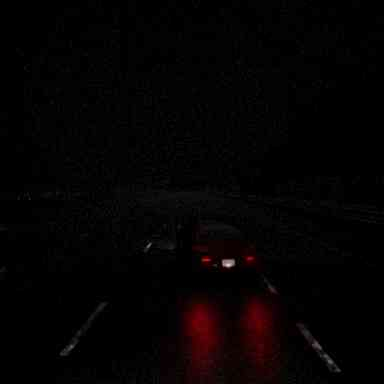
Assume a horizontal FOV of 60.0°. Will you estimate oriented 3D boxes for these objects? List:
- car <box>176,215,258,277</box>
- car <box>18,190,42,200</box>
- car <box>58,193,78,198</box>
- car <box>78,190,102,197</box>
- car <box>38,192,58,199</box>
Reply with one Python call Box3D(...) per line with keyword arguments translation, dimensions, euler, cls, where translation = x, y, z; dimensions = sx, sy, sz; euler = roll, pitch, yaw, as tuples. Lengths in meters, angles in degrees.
Box3D(translation=(0.567, 1.413, 9.884), dimensions=(1.812, 1.442, 4.674), euler=(0, 1, -7), cls="car")
Box3D(translation=(-27.768, 0.725, 57.621), dimensions=(2.150, 2.045, 5.566), euler=(0, 0, 1), cls="car")
Box3D(translation=(-20.788, 0.983, 57.653), dimensions=(1.882, 1.535, 5.008), euler=(0, 0, 1), cls="car")
Box3D(translation=(-17.293, 0.727, 57.607), dimensions=(2.150, 2.045, 5.566), euler=(0, 0, 1), cls="car")
Box3D(translation=(-24.284, 1.068, 57.710), dimensions=(1.994, 1.385, 4.181), euler=(0, 0, 1), cls="car")
